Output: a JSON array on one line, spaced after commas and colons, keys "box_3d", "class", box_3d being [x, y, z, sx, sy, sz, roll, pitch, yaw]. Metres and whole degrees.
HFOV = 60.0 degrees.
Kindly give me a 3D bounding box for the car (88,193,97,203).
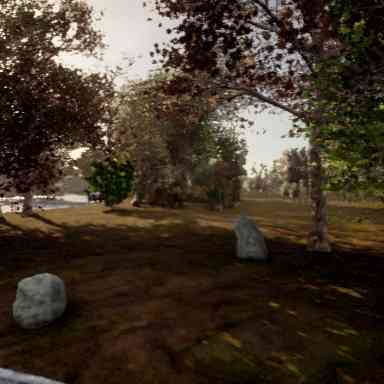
[{"box_3d": [-13.352, 0.662, 47.179, 1.882, 1.535, 5.008, 0, 1, -3], "class": "car"}]
